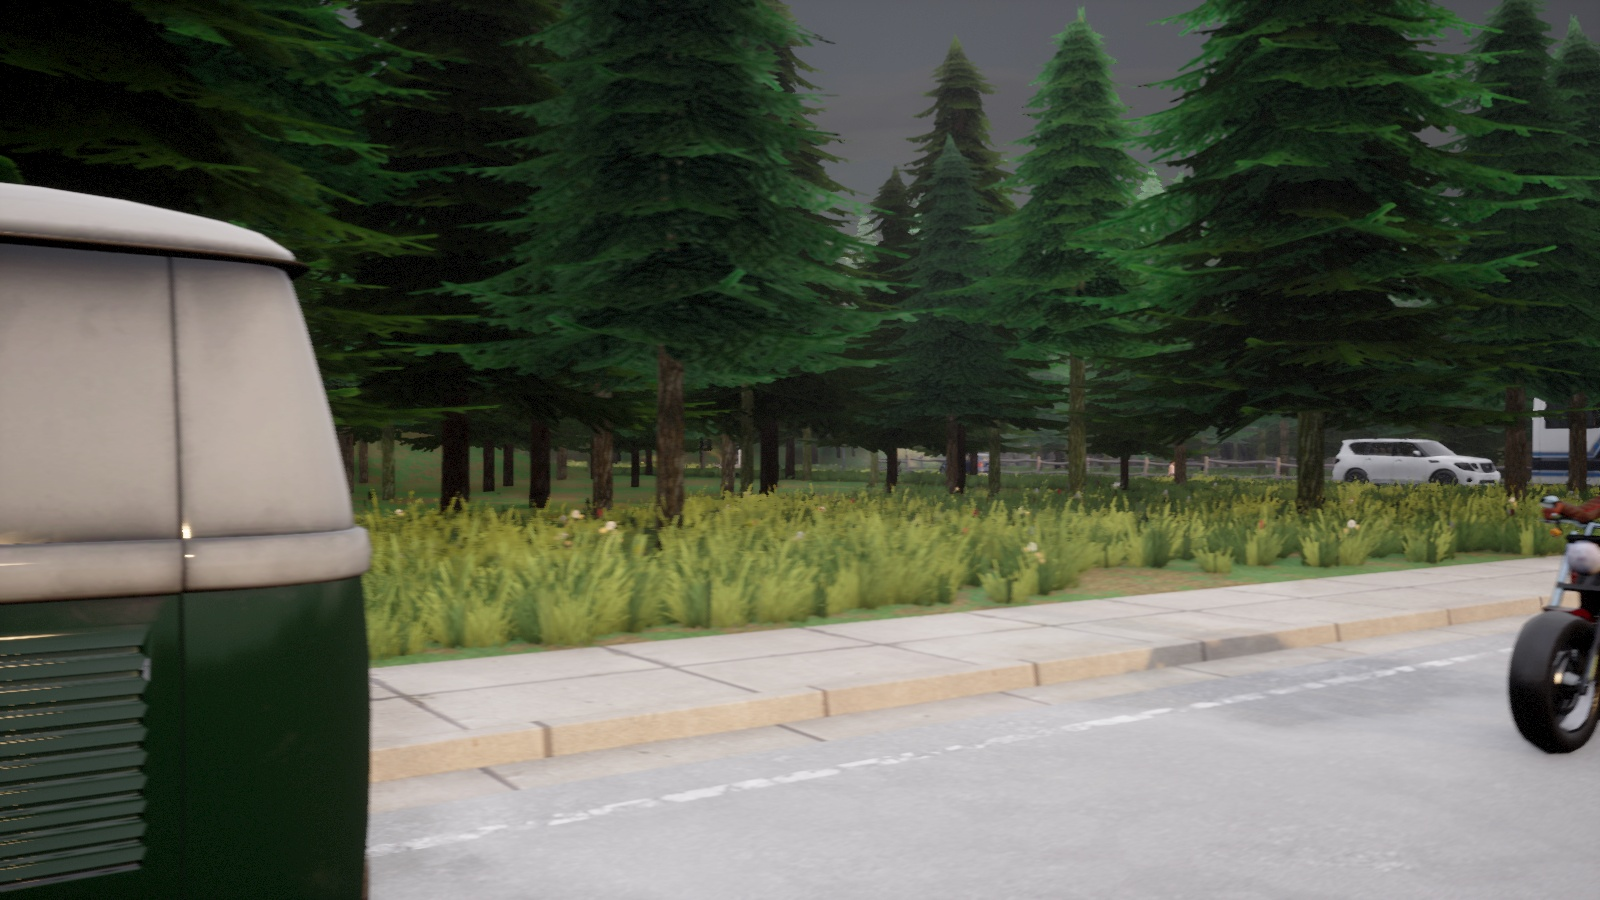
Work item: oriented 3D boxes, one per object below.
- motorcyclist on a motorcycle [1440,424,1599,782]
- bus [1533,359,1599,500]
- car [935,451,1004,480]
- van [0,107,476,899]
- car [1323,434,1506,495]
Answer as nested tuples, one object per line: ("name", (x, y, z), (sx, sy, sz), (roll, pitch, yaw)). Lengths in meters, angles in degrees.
("motorcyclist on a motorcycle", (4.448, 0.702, 6.754), (2.350, 1.649, 0.766), (0, 0, -35))
("bus", (27.501, -0.636, 36.250), (3.944, 4.253, 10.273), (0, 0, -32))
("car", (9.430, 0.848, 70.135), (1.789, 1.549, 3.705), (0, 0, -34))
("van", (-2.894, 0.508, 1.647), (4.442, 1.987, 1.775), (0, 0, -35))
("car", (21.929, 0.494, 45.051), (2.150, 2.045, 5.566), (0, 0, -33))
